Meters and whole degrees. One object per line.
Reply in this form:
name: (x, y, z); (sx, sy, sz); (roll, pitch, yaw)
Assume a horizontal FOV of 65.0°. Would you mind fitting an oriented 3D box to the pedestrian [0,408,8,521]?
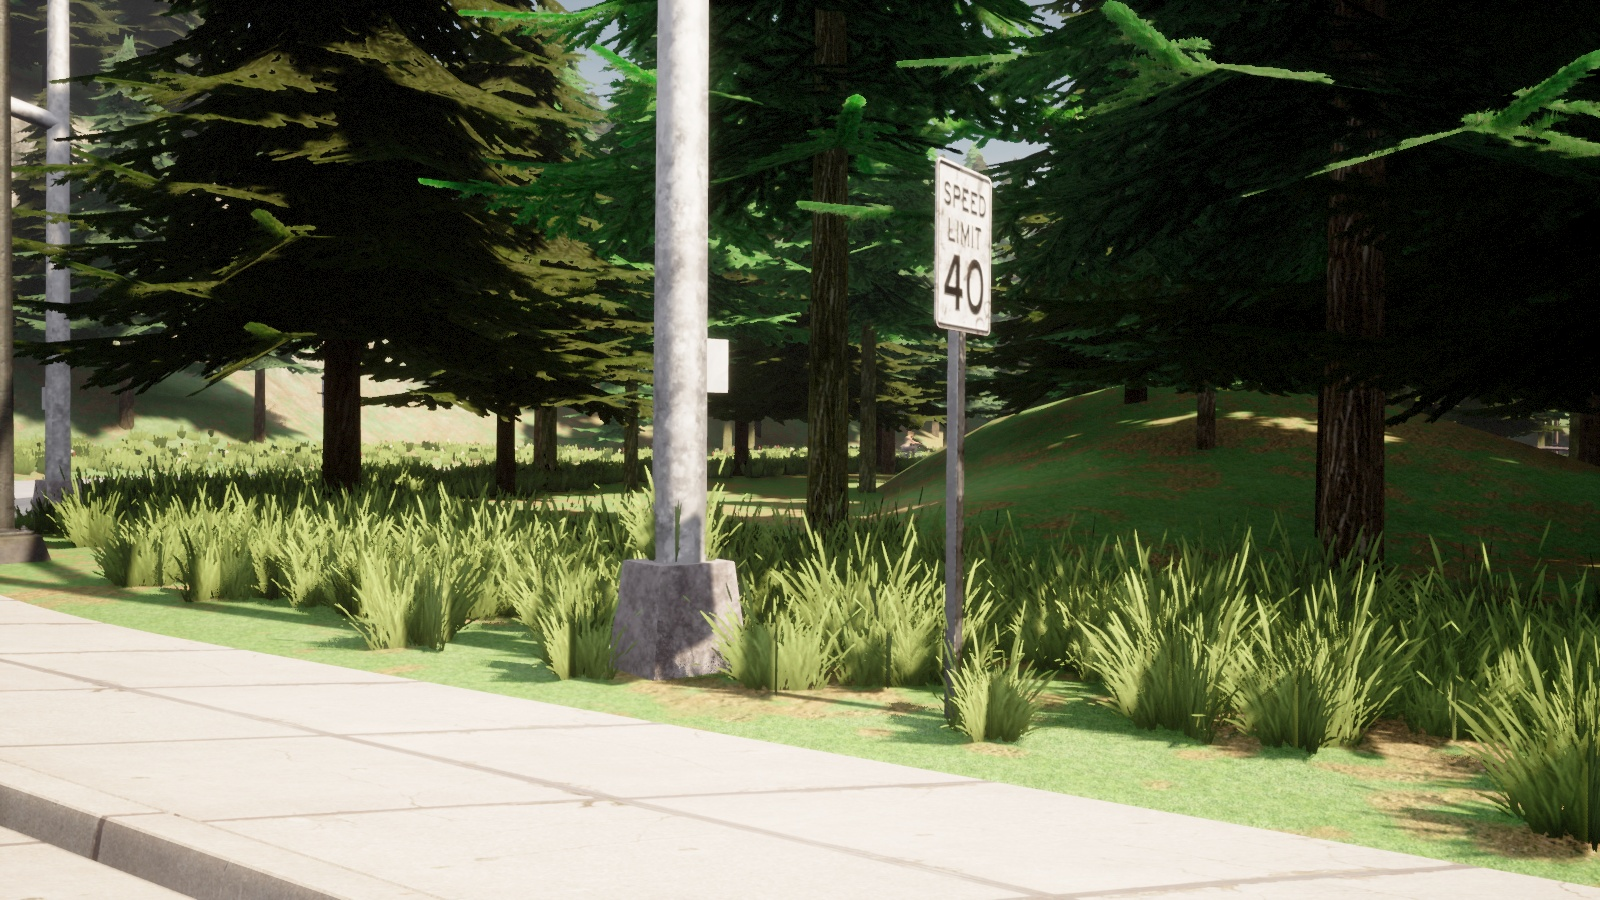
pedestrian: (-13.083, 0.236, 20.223); (0.345, 1.836, 0.594); (-1, 1, -11)
